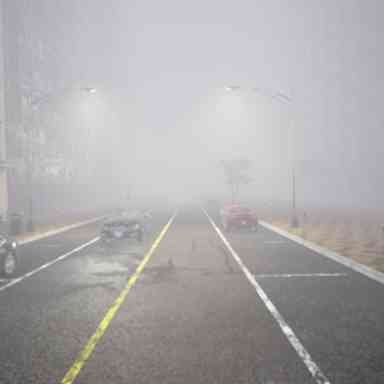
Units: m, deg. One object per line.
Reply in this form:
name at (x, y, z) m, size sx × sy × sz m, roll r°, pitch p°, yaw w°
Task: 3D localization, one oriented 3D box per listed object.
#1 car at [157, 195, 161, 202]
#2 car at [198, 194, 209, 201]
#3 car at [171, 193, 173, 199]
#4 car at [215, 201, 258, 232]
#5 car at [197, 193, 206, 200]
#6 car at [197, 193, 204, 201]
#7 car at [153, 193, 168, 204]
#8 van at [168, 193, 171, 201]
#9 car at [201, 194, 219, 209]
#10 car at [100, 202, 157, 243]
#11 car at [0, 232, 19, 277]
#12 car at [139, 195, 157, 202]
car at (-5.911, 1.459, 47.199) m, size 1.802 × 1.307 × 4.206 m, roll -1°, pitch 0°, yaw 0°
car at (2.352, 1.180, 69.831) m, size 2.008 × 1.369 × 4.403 m, roll -1°, pitch 0°, yaw 0°
car at (-6.062, 1.055, 75.404) m, size 2.192 × 1.841 × 5.009 m, roll -1°, pitch 0°, yaw 0°
car at (2.611, 1.415, 19.048) m, size 1.887 × 1.381 × 4.507 m, roll -2°, pitch 0°, yaw 0°
car at (2.291, 1.014, 81.116) m, size 1.967 × 1.590 × 4.097 m, roll -1°, pitch 0°, yaw 0°
car at (2.410, 1.235, 58.546) m, size 2.008 × 1.369 × 4.403 m, roll -1°, pitch 0°, yaw 0°
car at (-5.976, 1.138, 58.480) m, size 2.192 × 1.841 × 5.009 m, roll -1°, pitch 0°, yaw 0°
van at (-6.033, 1.109, 69.762) m, size 1.690 × 1.788 × 3.998 m, roll -1°, pitch 0°, yaw 0°
car at (2.496, 1.317, 41.618) m, size 2.008 × 1.369 × 4.403 m, roll -1°, pitch 0°, yaw 0°
car at (-3.057, 1.468, 16.152) m, size 2.128 × 1.511 × 4.902 m, roll -1°, pitch 0°, yaw 0°
car at (-5.711, 1.610, 7.709) m, size 2.008 × 1.369 × 4.403 m, roll -1°, pitch 0°, yaw 0°
car at (-5.883, 1.430, 41.387) m, size 1.752 × 1.417 × 4.829 m, roll -1°, pitch 0°, yaw 0°
